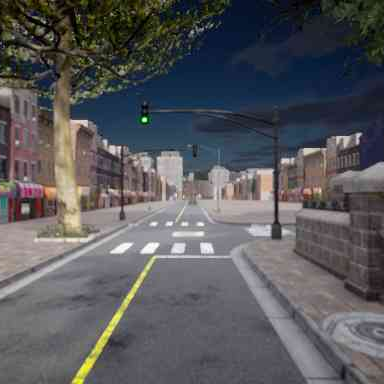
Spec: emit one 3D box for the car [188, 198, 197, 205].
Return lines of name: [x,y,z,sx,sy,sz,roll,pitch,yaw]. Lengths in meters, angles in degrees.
car: [0.132,2.186,73.028,2.128,1.511,4.902,0,-1,0]
